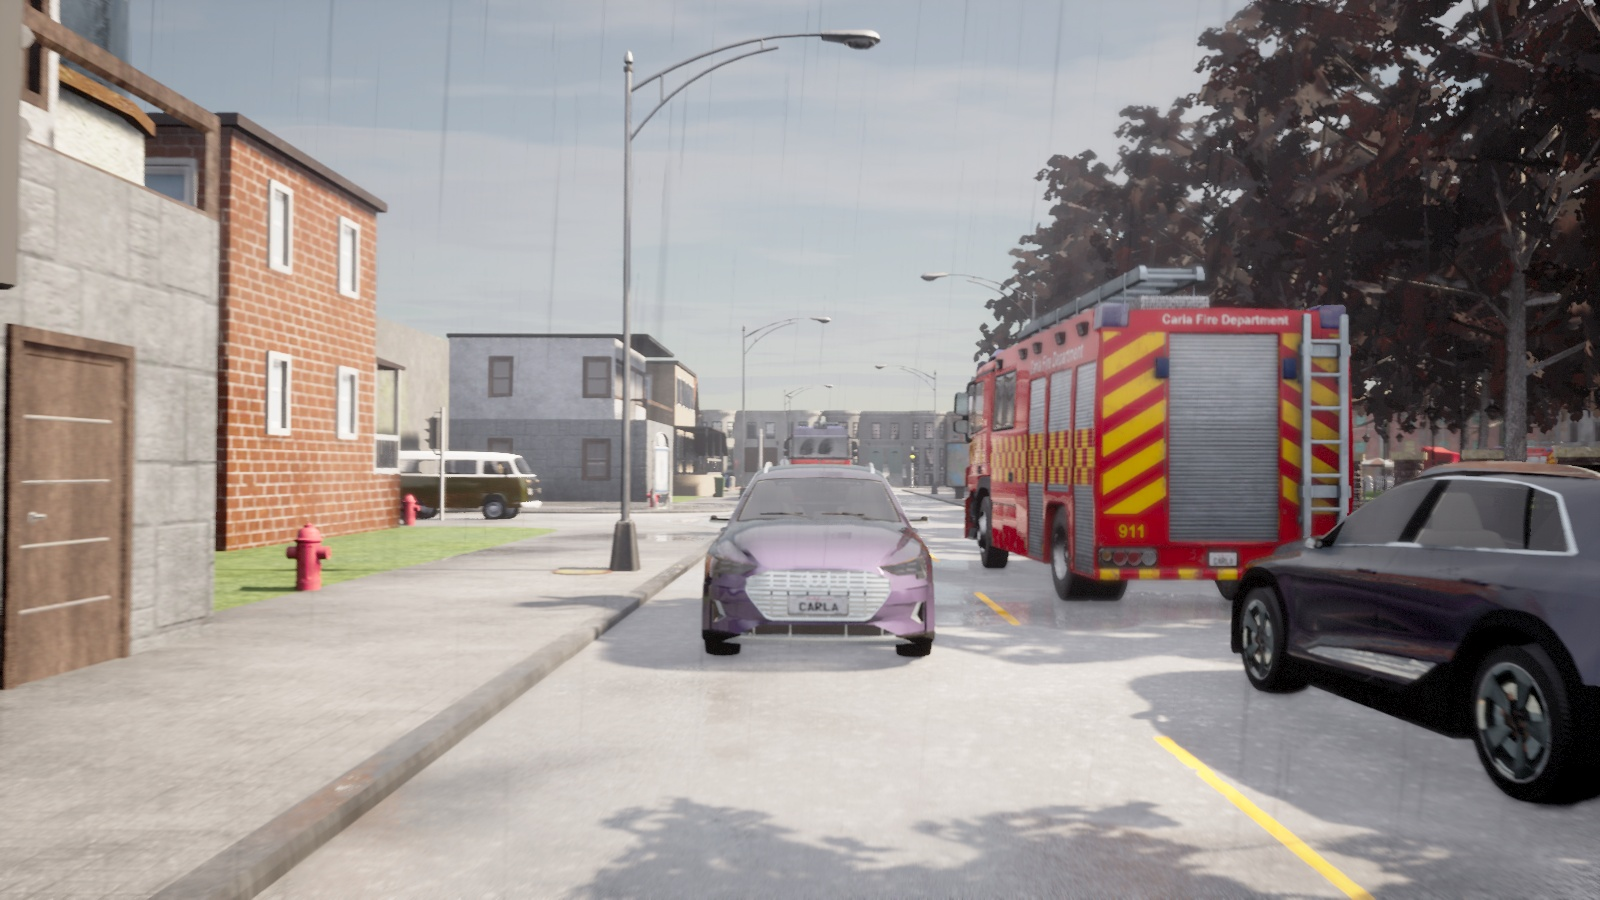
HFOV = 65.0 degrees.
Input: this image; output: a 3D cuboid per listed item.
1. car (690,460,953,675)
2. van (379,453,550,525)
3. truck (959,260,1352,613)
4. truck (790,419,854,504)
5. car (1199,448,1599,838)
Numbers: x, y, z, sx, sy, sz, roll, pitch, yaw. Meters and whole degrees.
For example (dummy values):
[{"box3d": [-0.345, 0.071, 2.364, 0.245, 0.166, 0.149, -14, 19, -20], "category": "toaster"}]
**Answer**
[{"box3d": [0.207, 0.928, 12.146, 2.033, 1.649, 4.856, 0, 0, 1], "category": "car"}, {"box3d": [-9.844, 1.142, 37.120, 4.480, 2.038, 2.069, 0, -1, 1], "category": "van"}, {"box3d": [4.414, -0.088, 17.896, 2.891, 3.827, 8.468, 0, -1, -2], "category": "truck"}, {"box3d": [1.083, 0.596, 61.305, 2.891, 3.827, 8.468, 0, -1, 1], "category": "truck"}, {"box3d": [4.279, 0.846, 7.487, 2.033, 1.649, 4.856, 0, -1, -3], "category": "car"}]
